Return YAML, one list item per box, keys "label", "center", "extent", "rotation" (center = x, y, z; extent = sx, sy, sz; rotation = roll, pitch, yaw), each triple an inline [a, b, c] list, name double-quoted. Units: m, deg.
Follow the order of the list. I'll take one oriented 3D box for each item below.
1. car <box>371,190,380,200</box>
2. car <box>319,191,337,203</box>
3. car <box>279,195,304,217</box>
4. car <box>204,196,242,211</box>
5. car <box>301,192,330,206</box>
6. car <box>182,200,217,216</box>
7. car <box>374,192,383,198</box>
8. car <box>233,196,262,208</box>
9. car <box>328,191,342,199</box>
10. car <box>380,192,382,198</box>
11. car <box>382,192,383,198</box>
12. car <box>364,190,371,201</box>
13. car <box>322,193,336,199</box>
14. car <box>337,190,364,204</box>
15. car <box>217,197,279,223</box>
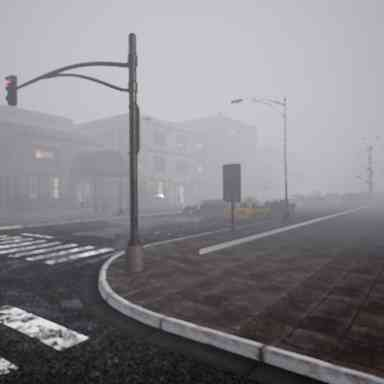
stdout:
- label: "car"
  center: [33.082, 0.530, 62.330]
  extent: [2.192, 1.841, 5.009]
  rotation: [0, 0, 36]
- label: "car"
  center: [21.457, 0.903, 50.941]
  extent: [1.837, 1.490, 4.892]
  rotation: [-1, 0, 36]
- label: "car"
  center: [7.036, 1.175, 26.544]
  extent: [2.008, 1.369, 4.403]
  rotation: [0, 0, 36]
- label: "car"
  center: [3.419, 1.211, 35.813]
  extent: [1.752, 1.417, 4.829]
  rotation: [0, 0, 36]
- label: "car"
  center: [16.266, 1.044, 43.712]
  extent: [1.994, 1.385, 4.181]
  rotation: [-1, 0, 36]
- label: "car"
  center: [1.173, 1.321, 28.338]
  extent: [1.895, 1.301, 4.718]
  rotation: [-1, 0, 36]
- label: "car"
  center: [42.678, 0.613, 75.499]
  extent: [1.887, 1.381, 4.507]
  rotation: [0, 0, 36]
- label: "car"
  center: [6.775, 1.215, 40.424]
  extent: [1.802, 1.307, 4.206]
  rotation: [0, 0, 36]
- label: "car"
  center: [32.822, 0.667, 76.210]
  extent: [1.967, 1.590, 4.097]
  rotation: [0, 0, 36]
- label: "car"
  center: [36.340, 0.731, 66.804]
  extent: [1.947, 1.339, 4.313]
  rotation: [0, 0, 36]
- label: "car"
  center: [39.596, 0.681, 71.278]
  extent: [1.947, 1.339, 4.313]
  rotation: [0, 0, 36]
- label: "car"
  center: [26.483, 0.822, 52.501]
  extent: [1.837, 1.490, 4.892]
  rotation: [-1, 0, 36]
- label: "car"
  center: [29.567, 0.859, 71.738]
  extent: [1.802, 1.307, 4.206]
  rotation: [0, 0, 36]
- label: "car"
  center: [22.359, 0.859, 46.845]
  extent: [1.882, 1.535, 5.008]
  rotation: [-1, 0, 36]
- label: "car"
  center: [3.880, 1.200, 22.208]
  extent: [1.752, 1.417, 4.829]
  rotation: [0, 0, 36]
